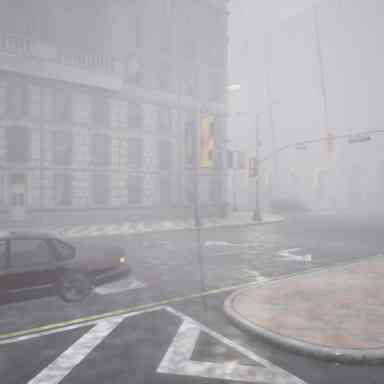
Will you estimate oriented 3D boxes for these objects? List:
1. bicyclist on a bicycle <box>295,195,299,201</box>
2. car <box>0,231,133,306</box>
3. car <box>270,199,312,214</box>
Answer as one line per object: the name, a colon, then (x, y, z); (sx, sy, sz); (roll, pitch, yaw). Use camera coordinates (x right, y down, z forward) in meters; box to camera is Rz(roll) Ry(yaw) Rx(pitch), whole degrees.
bicyclist on a bicycle: (17.991, 1.300, 57.149); (1.656, 1.620, 0.582); (0, 0, -35)
car: (-3.945, 1.547, 6.713); (5.357, 1.411, 2.033); (0, 0, -34)
car: (10.644, 1.492, 36.044); (2.128, 1.511, 4.902); (0, 0, -32)
